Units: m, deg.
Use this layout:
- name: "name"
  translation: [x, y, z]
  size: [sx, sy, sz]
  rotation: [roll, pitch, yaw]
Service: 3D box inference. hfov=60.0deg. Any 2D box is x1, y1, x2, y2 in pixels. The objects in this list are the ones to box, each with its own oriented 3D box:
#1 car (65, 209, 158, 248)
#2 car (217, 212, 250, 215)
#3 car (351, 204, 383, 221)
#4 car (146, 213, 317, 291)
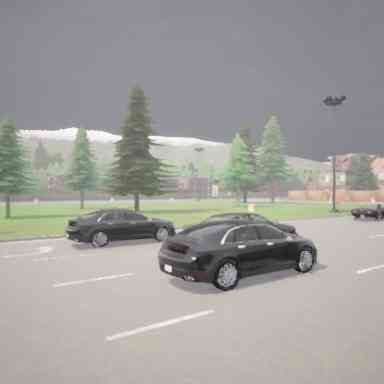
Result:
- name: "car"
  translation: [-3.039, 1.509, 14.789]
  size: [4.892, 1.490, 1.837]
  rotation: [0, 0, -35]
- name: "car"
  translation: [2.051, 1.555, 13.805]
  size: [5.357, 1.411, 2.033]
  rotation: [0, 0, -35]
- name: "car"
  translation: [15.377, 1.623, 27.736]
  size: [4.718, 1.301, 1.895]
  rotation: [0, 0, -35]
- name: "car"
  translation: [1.424, 1.510, 9.059]
  size: [4.892, 1.490, 1.837]
  rotation: [0, 0, -35]
